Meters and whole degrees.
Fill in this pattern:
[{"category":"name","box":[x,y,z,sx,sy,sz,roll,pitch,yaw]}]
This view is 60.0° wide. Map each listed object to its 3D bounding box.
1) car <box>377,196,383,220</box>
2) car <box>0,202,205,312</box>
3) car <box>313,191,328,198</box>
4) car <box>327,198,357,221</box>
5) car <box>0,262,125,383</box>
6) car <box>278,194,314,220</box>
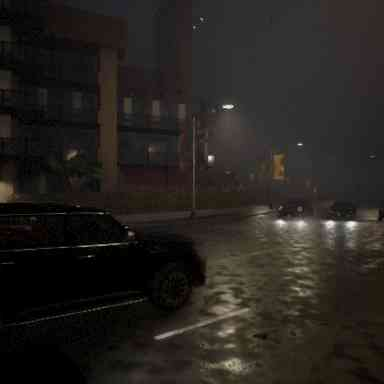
[{"category":"car","box":[16.330,1.341,26.914,2.097,1.767,4.553,0,0,31]},{"category":"car","box":[-2.360,1.214,5.977,5.566,2.045,2.150,0,0,-37]},{"category":"car","box":[34.339,1.210,86.109,2.185,1.767,4.553,0,0,-24]},{"category":"car","box":[12.547,1.492,27.625,1.837,1.490,4.892,1,0,31]},{"category":"car","box":[-2.878,1.500,1.445,4.892,1.490,1.837,1,0,-34]},{"category":"car","box":[8.965,1.336,28.539,2.097,1.767,4.553,0,0,32]}]
